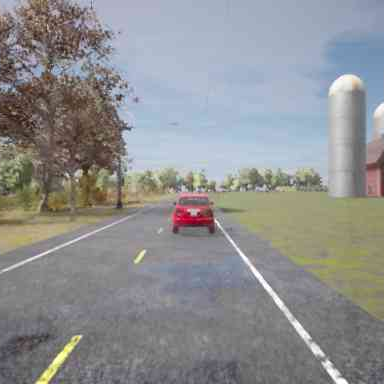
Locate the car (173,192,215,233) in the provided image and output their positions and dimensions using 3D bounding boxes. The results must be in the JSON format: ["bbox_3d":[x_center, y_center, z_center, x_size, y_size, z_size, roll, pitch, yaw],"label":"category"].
[{"bbox_3d":[0.092,1.130,18.992,2.150,2.045,5.566,0,0,0],"label":"car"}]

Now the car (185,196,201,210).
[{"bbox_3d":[0.082,1.305,40.419,1.837,1.490,4.892,0,1,0],"label":"car"}]
